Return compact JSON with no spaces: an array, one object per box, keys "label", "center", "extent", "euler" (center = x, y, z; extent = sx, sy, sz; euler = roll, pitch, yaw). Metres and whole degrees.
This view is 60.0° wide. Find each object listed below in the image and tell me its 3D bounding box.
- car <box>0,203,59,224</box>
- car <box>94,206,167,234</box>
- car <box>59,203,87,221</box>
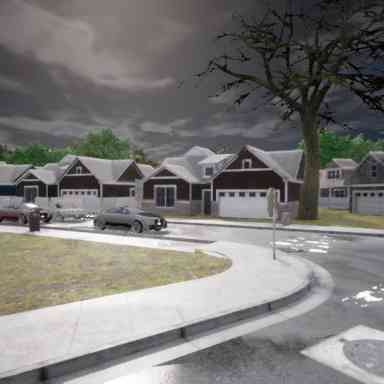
[{"label":"car","center":[-11.722,1.448,23.157],"extent":[4.181,1.385,1.994],"euler":[0,0,29]},{"label":"car","center":[-3.461,1.485,18.552],"extent":[4.181,1.385,1.994],"euler":[0,0,30]},{"label":"car","center":[-10.506,1.494,25.870],"extent":[4.718,1.301,1.895],"euler":[0,0,28]}]
